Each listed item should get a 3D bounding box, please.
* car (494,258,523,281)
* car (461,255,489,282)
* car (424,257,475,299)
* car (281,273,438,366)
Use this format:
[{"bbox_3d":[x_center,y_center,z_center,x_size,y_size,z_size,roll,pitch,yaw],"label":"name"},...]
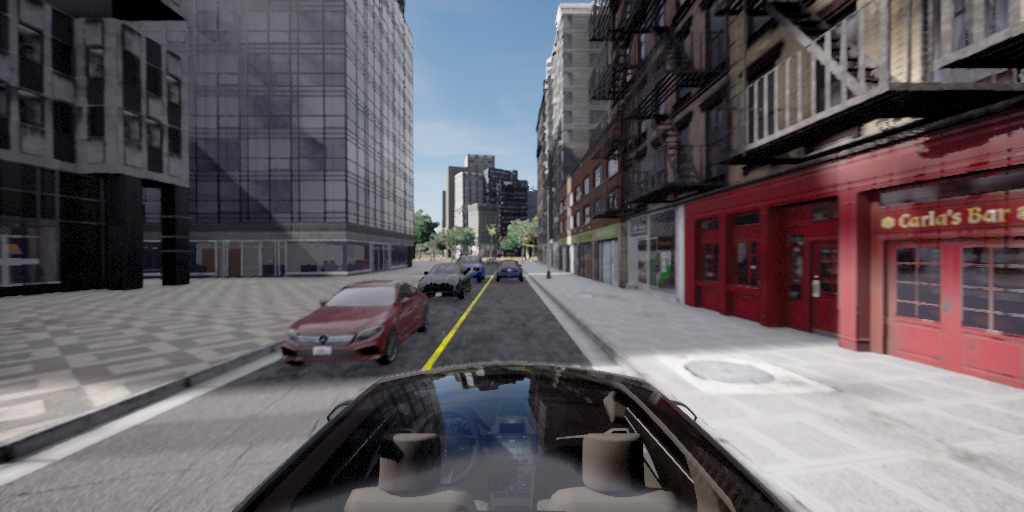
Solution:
[{"bbox_3d":[-0.210,1.092,30.016,2.097,1.767,4.553,0,0,-1],"label":"car"},{"bbox_3d":[-3.351,0.976,28.768,2.150,2.045,5.566,0,0,0],"label":"car"},{"bbox_3d":[-3.264,1.116,18.147,2.097,1.767,4.553,0,0,0],"label":"car"},{"bbox_3d":[-3.136,1.293,8.199,1.812,1.442,4.674,0,0,-1],"label":"car"}]
